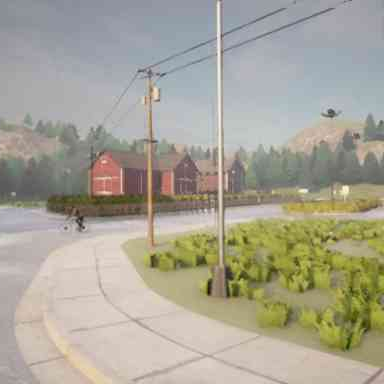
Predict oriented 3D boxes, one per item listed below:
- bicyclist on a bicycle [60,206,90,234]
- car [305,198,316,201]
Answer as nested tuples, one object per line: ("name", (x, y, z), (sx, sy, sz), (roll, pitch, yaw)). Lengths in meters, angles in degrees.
("bicyclist on a bicycle", (-6.690, 1.598, 19.030), (1.656, 1.620, 0.582), (-1, 0, -23))
("car", (21.894, 1.782, 61.102), (1.882, 1.535, 5.008), (-1, -1, 34))
